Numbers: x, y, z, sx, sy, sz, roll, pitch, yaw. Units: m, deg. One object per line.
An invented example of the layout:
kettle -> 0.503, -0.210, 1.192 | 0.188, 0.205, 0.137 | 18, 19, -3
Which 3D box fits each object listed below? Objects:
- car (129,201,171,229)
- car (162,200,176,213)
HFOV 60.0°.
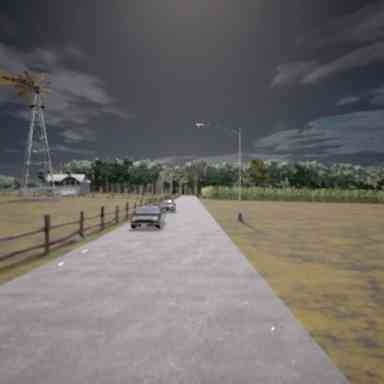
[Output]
car -> -2.788, 1.584, 22.150 | 2.033, 1.411, 5.357 | 0, 0, 0
car -> -2.788, 1.593, 37.526 | 1.994, 1.385, 4.181 | 0, 0, 0
